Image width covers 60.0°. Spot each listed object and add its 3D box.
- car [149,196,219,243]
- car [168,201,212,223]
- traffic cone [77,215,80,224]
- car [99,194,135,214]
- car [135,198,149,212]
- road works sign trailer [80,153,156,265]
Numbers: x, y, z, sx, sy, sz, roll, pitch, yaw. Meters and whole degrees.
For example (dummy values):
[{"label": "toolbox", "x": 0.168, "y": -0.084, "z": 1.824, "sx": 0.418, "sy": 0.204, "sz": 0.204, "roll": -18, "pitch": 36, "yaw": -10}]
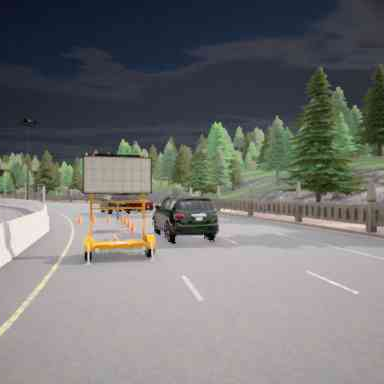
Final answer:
[{"label": "car", "x": -0.481, "y": 1.220, "z": 16.418, "sx": 2.150, "sy": 2.045, "sz": 5.566, "roll": 0, "pitch": 0, "yaw": -17}, {"label": "car", "x": -0.298, "y": 1.503, "z": 26.321, "sx": 1.837, "sy": 1.490, "sz": 4.892, "roll": 0, "pitch": 0, "yaw": -22}, {"label": "traffic cone", "x": -8.038, "y": 1.954, "z": 23.823, "sx": 0.340, "sy": 0.580, "sz": 0.340, "roll": 0, "pitch": 0, "yaw": -18}, {"label": "car", "x": -8.150, "y": 1.217, "z": 34.999, "sx": 2.150, "sy": 2.045, "sz": 5.566, "roll": 0, "pitch": 0, "yaw": -28}, {"label": "car", "x": -5.980, "y": 1.475, "z": 38.301, "sx": 1.882, "sy": 1.535, "sz": 5.008, "roll": 0, "pitch": 0, "yaw": -28}, {"label": "road works sign trailer", "x": -2.658, "y": 0.464, "z": 11.892, "sx": 2.380, "sy": 3.560, "sz": 2.880, "roll": 0, "pitch": 0, "yaw": -18}]
